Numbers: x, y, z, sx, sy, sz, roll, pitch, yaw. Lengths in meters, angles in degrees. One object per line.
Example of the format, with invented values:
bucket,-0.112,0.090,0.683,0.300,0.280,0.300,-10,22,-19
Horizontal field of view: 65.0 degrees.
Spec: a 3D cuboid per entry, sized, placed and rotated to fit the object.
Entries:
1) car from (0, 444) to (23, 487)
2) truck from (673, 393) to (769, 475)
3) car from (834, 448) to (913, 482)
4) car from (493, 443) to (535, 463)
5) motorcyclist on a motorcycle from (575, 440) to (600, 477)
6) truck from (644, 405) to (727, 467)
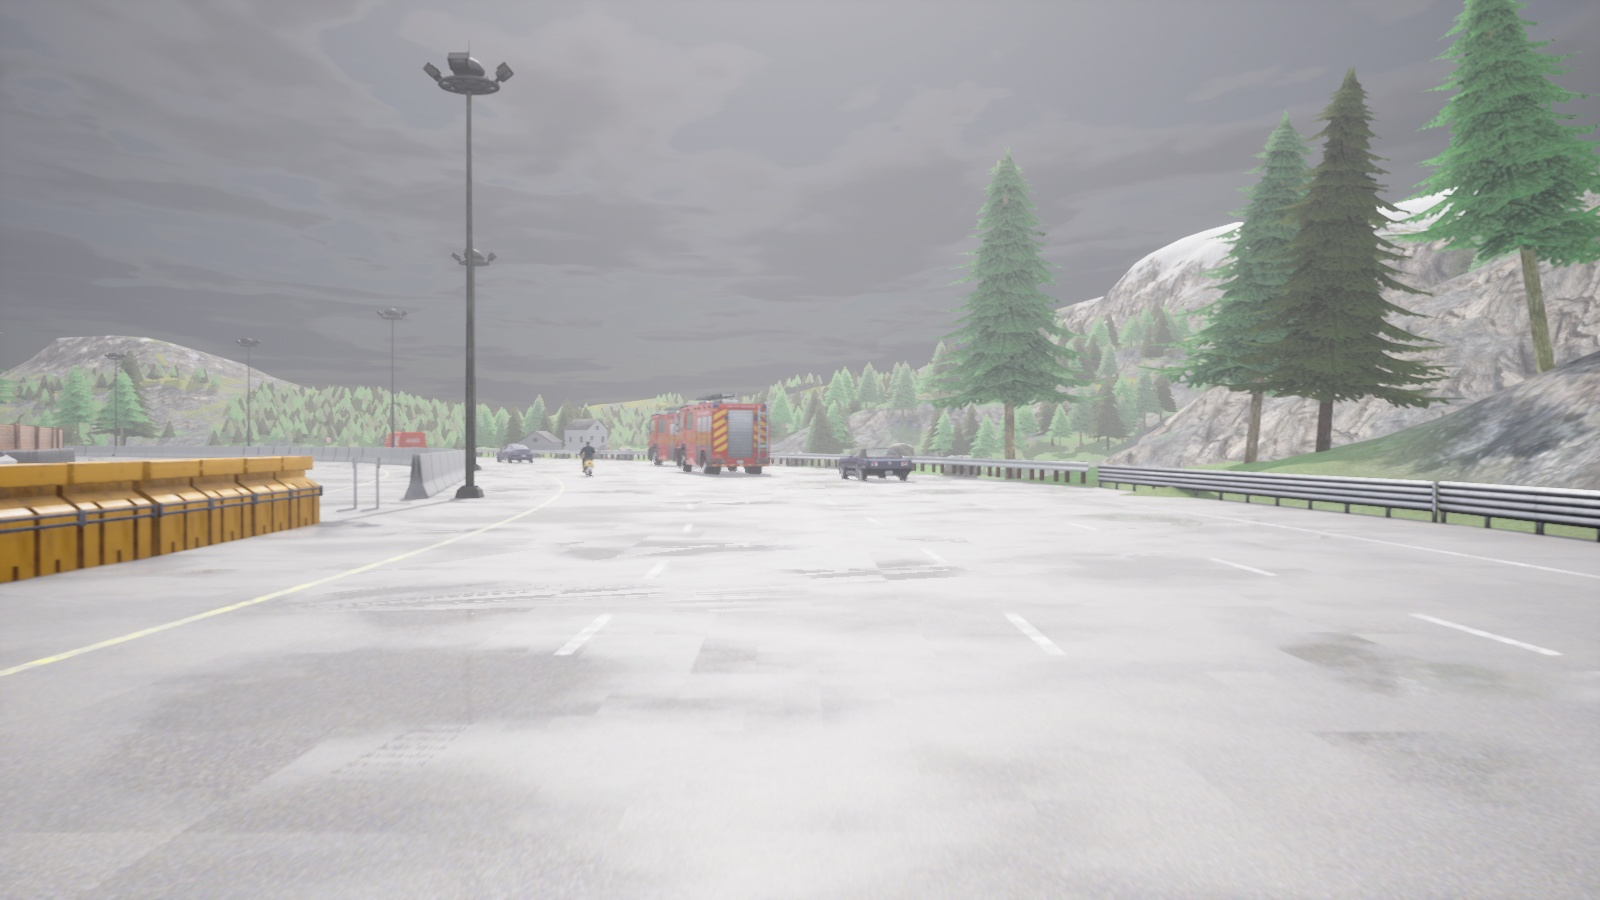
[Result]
car,-27.430,0.518,41.209,1.812,1.442,4.674,0,0,-12
truck,-4.082,-0.775,62.764,2.891,3.827,8.468,0,0,-17
car,2.874,0.566,50.192,1.895,1.301,4.718,0,0,-13
car,-21.594,0.221,94.673,1.812,1.442,4.674,0,0,-29
motorcyclist on a motorcycle,-9.558,0.374,56.452,0.866,1.590,1.817,-1,1,-16
truck,-7.606,-0.888,82.297,2.891,3.827,8.468,0,0,-23
